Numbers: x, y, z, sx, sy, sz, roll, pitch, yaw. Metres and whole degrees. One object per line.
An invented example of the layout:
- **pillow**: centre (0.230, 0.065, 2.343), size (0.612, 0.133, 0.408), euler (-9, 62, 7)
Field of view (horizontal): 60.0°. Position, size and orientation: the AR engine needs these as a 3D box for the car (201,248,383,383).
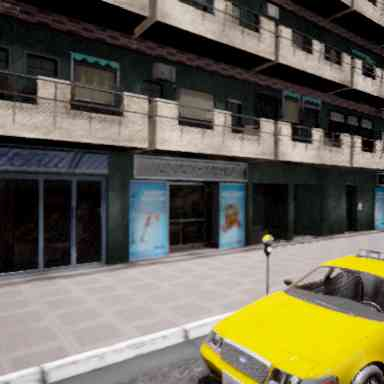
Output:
- **car**: centre (2.361, 1.515, 4.550), size (4.829, 1.417, 1.752), euler (0, 0, -35)
